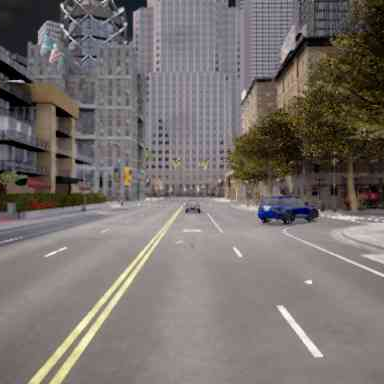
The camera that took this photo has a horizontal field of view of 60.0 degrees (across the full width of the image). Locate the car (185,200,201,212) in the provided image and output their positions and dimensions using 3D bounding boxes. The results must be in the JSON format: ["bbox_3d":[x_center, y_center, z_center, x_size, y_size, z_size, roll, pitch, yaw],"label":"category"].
[{"bbox_3d":[0.111,1.754,41.330,2.033,1.411,5.357,0,0,0],"label":"car"}]

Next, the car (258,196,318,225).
[{"bbox_3d":[7.468,1.350,25.714,5.566,2.045,2.150,0,-2,-40],"label":"car"}]
